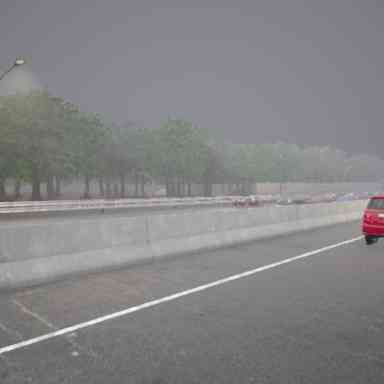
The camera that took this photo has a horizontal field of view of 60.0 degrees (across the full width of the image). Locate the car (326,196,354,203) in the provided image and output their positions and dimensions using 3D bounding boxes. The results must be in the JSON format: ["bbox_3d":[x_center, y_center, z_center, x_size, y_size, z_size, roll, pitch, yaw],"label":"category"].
[{"bbox_3d":[17.505,1.182,37.920,1.882,1.535,5.008,0,0,45],"label":"car"}]

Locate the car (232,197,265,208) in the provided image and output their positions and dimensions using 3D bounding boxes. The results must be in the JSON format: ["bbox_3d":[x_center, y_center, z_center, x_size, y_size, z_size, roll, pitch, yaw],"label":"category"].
[{"bbox_3d":[7.236,1.357,42.469,1.895,1.301,4.718,0,0,45],"label":"car"}]

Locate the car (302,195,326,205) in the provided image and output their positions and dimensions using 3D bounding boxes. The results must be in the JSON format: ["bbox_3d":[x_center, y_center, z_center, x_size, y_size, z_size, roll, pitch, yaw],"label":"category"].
[{"bbox_3d":[16.019,1.175,41.395,1.882,1.535,5.008,0,0,45],"label":"car"}]

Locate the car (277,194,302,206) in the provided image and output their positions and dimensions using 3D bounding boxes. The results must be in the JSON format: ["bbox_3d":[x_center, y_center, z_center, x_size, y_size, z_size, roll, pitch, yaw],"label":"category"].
[{"bbox_3d":[12.924,1.063,43.240,2.097,1.767,4.553,0,0,45],"label":"car"}]

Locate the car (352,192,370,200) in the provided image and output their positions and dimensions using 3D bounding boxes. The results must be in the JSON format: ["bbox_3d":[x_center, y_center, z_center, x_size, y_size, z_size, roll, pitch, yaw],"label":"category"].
[{"bbox_3d":[36.577,0.889,71.827,4.902,1.511,2.128,-1,0,-45],"label":"car"}]

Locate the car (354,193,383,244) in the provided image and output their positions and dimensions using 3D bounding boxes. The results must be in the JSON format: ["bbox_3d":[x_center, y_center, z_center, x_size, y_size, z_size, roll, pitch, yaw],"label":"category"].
[{"bbox_3d":[9.081,1.099,14.112,2.150,2.045,5.566,0,0,44],"label":"car"}]
